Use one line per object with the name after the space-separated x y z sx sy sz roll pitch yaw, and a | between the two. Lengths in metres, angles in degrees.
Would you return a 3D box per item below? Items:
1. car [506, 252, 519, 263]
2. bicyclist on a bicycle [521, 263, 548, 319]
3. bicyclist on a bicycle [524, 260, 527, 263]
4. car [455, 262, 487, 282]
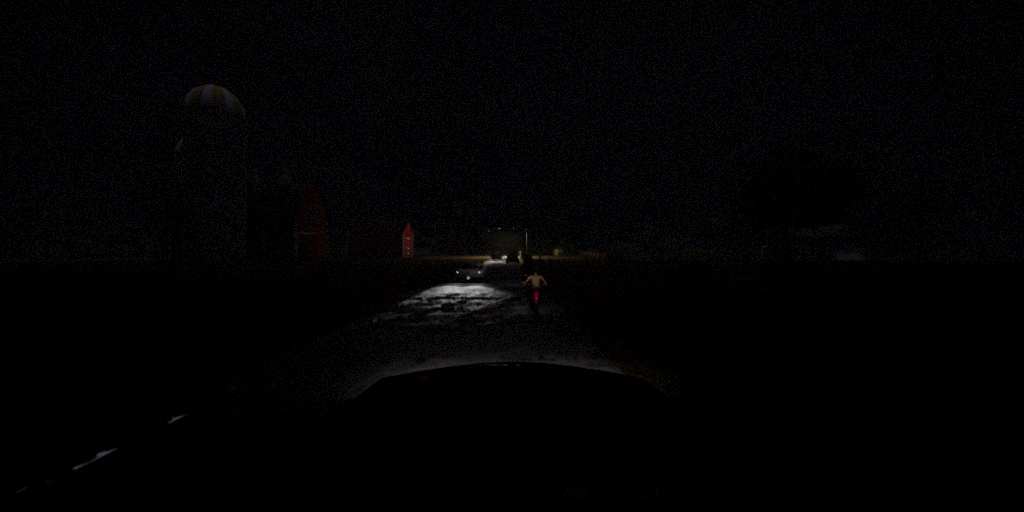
0.080 0.372 57.321 1.994 1.385 4.181 0 1 0 | car
0.744 1.126 11.439 0.866 1.612 1.509 0 0 0 | bicyclist on a bicycle
0.751 1.049 19.676 0.582 1.620 1.656 0 0 0 | bicyclist on a bicycle
-2.856 1.105 25.675 1.895 1.301 4.718 0 1 0 | car
